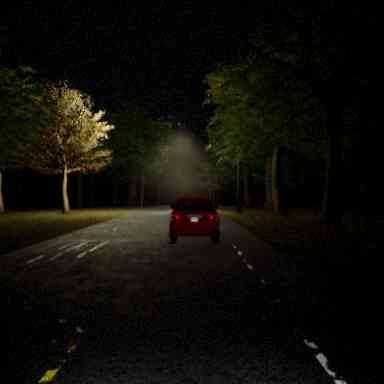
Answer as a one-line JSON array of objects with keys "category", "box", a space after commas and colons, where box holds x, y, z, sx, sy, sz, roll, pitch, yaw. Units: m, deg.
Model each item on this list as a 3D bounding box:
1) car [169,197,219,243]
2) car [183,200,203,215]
[{"category": "car", "box": [0.101, 1.241, 16.252, 2.150, 2.045, 5.566, 0, 0, 0]}, {"category": "car", "box": [0.101, 1.692, 36.700, 2.128, 1.511, 4.902, 0, -1, 0]}]
